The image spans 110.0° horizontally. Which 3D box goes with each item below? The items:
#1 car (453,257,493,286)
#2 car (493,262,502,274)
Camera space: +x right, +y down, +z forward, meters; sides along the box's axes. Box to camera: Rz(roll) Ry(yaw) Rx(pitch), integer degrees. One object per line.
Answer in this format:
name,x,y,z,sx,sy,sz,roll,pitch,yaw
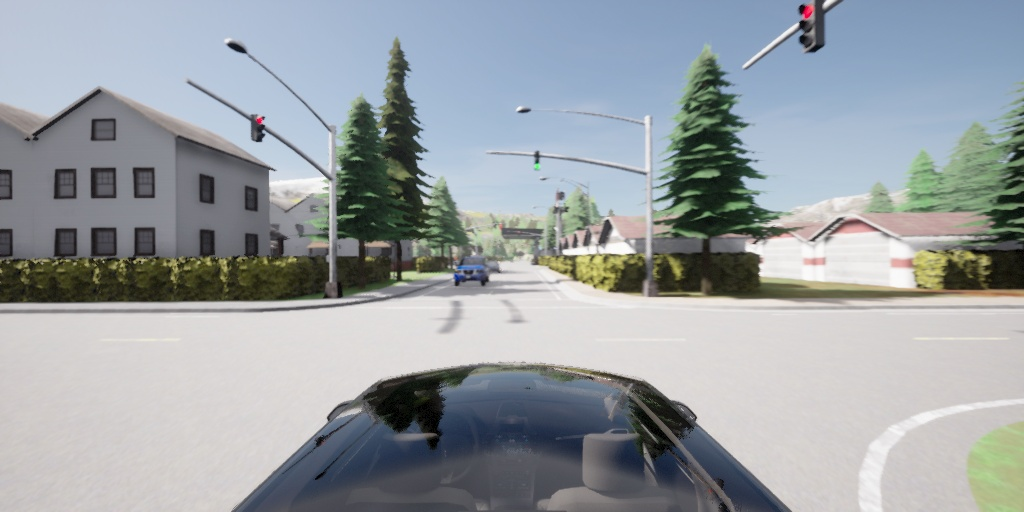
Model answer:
car,-2.859,1.059,26.561,2.150,2.045,5.566,-1,0,1
car,-2.342,1.395,43.371,1.812,1.442,4.674,-1,0,2
